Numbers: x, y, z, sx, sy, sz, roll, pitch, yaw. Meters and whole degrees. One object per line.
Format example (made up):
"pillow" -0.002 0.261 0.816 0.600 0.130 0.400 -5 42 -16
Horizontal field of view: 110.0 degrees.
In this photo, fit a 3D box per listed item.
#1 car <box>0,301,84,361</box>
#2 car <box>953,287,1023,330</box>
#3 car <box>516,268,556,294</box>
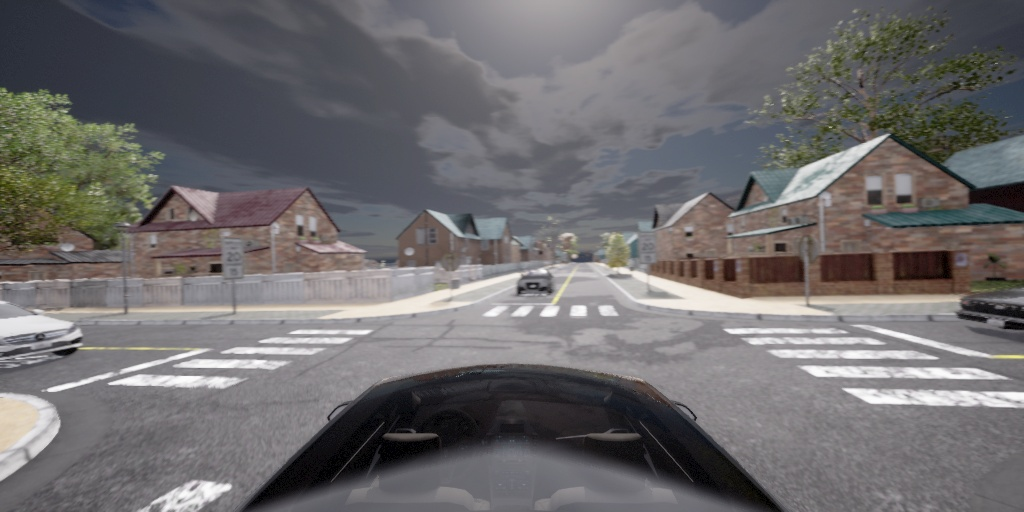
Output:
"car" -12.665 1.782 8.296 4.674 1.442 1.812 -2 0 10
"car" 12.526 0.875 6.958 5.357 1.411 2.033 -2 0 9
"car" 1.471 1.431 21.095 1.994 1.385 4.181 -2 0 11
